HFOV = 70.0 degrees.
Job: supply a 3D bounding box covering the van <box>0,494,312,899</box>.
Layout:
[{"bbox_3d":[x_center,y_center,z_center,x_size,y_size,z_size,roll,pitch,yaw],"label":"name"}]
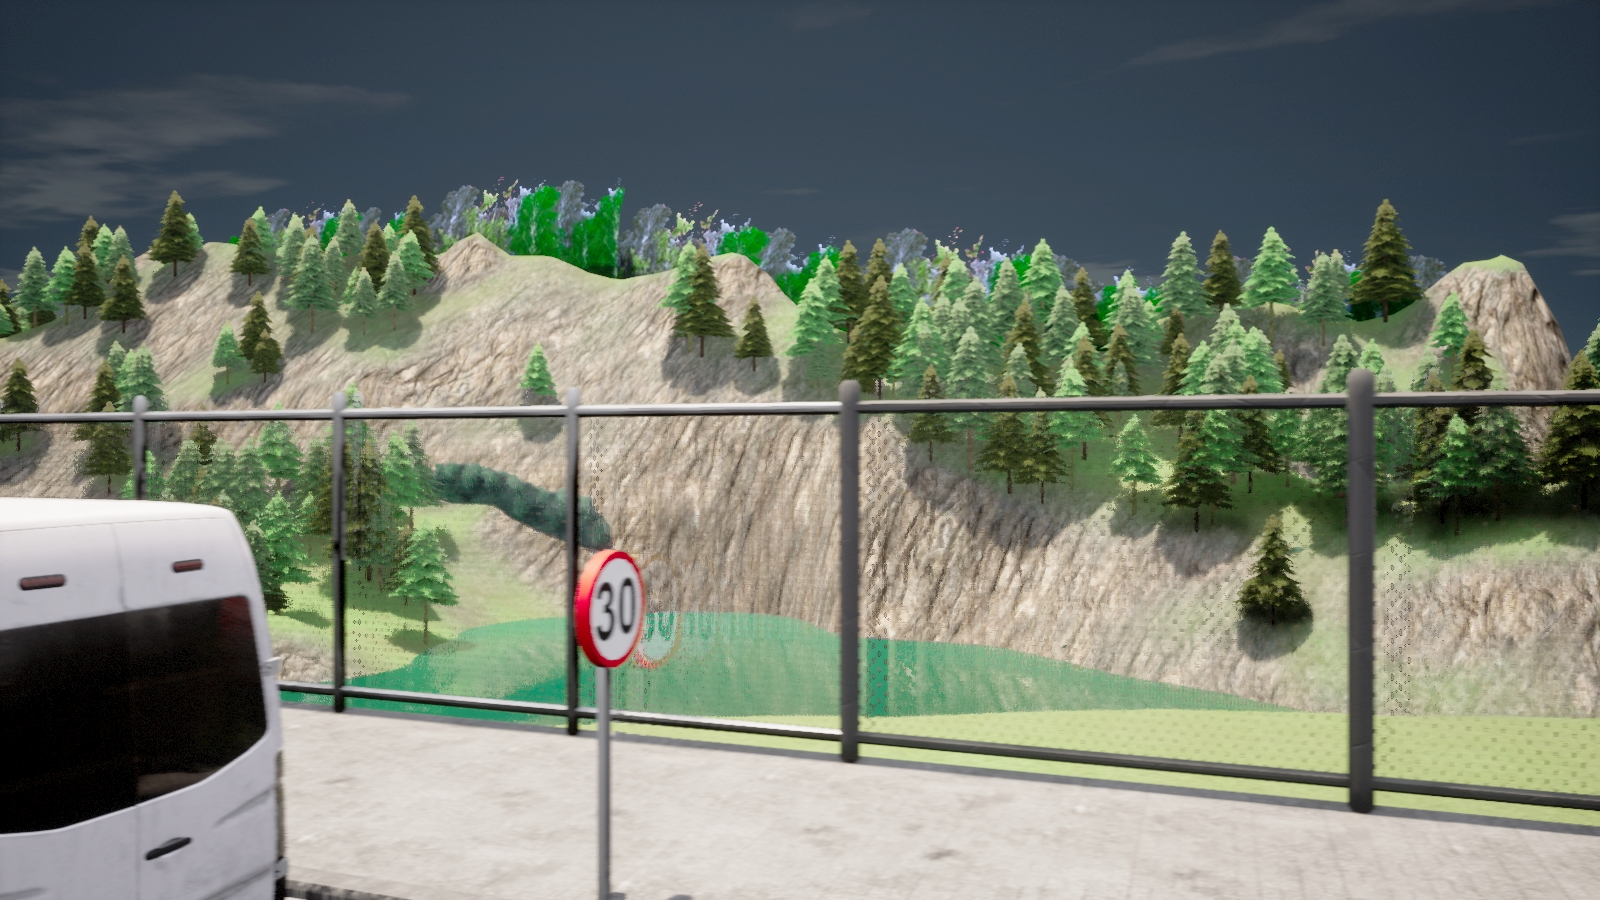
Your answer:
[{"bbox_3d":[-5.597,1.535,5.872,5.915,2.561,1.988,0,0,20],"label":"van"}]
